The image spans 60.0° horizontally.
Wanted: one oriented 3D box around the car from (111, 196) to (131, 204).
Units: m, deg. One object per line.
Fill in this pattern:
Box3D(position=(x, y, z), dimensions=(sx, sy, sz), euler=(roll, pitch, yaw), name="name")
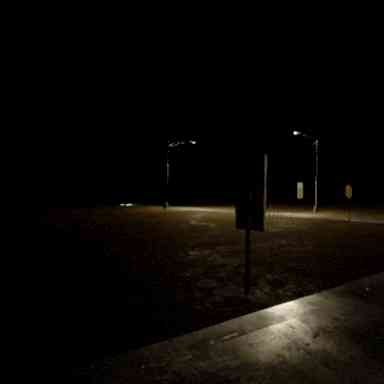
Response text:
Box3D(position=(-11.711, 1.326, 54.993), dimensions=(1.994, 1.385, 4.181), euler=(2, -1, -36), name="car")
